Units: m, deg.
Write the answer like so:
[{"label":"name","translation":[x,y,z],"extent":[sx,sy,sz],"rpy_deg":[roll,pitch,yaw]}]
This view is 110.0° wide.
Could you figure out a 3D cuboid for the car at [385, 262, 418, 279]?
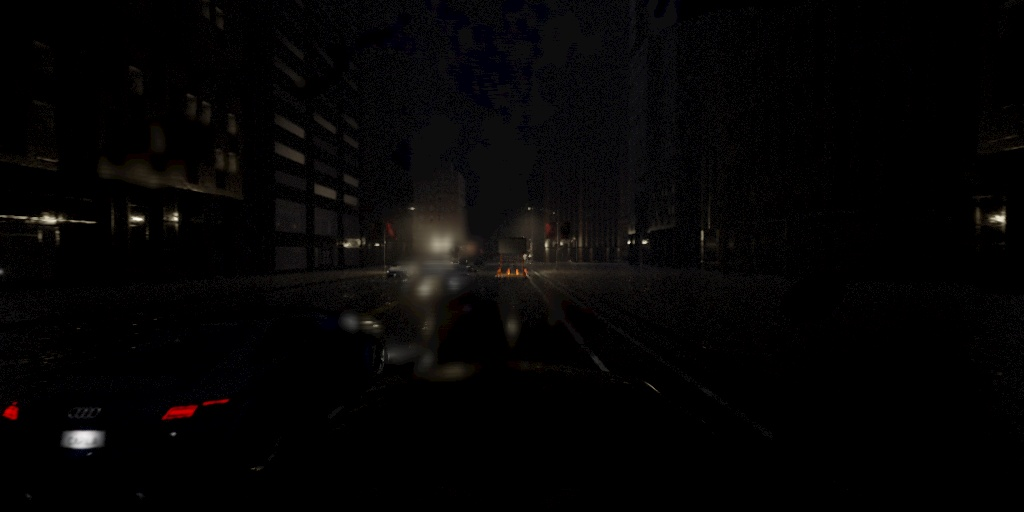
[{"label":"car","translation":[-9.855,1.295,32.521],"extent":[1.812,1.442,4.674],"rpy_deg":[0,0,0]}]

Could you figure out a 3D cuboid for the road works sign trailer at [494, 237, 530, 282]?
[{"label":"road works sign trailer","translation":[-0.002,0.229,29.043],"extent":[2.380,3.560,2.880],"rpy_deg":[0,0,1]}]

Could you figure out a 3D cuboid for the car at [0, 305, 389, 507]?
[{"label":"car","translation":[-3.151,1.312,4.643],"extent":[1.994,1.385,4.181],"rpy_deg":[0,0,0]}]

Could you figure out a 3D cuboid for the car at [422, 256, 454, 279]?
[{"label":"car","translation":[-6.606,0.995,32.927],"extent":[2.150,2.045,5.566],"rpy_deg":[0,-1,0]}]

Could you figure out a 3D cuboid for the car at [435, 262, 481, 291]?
[{"label":"car","translation":[-3.157,1.281,21.804],"extent":[1.812,1.442,4.674],"rpy_deg":[0,0,0]}]
